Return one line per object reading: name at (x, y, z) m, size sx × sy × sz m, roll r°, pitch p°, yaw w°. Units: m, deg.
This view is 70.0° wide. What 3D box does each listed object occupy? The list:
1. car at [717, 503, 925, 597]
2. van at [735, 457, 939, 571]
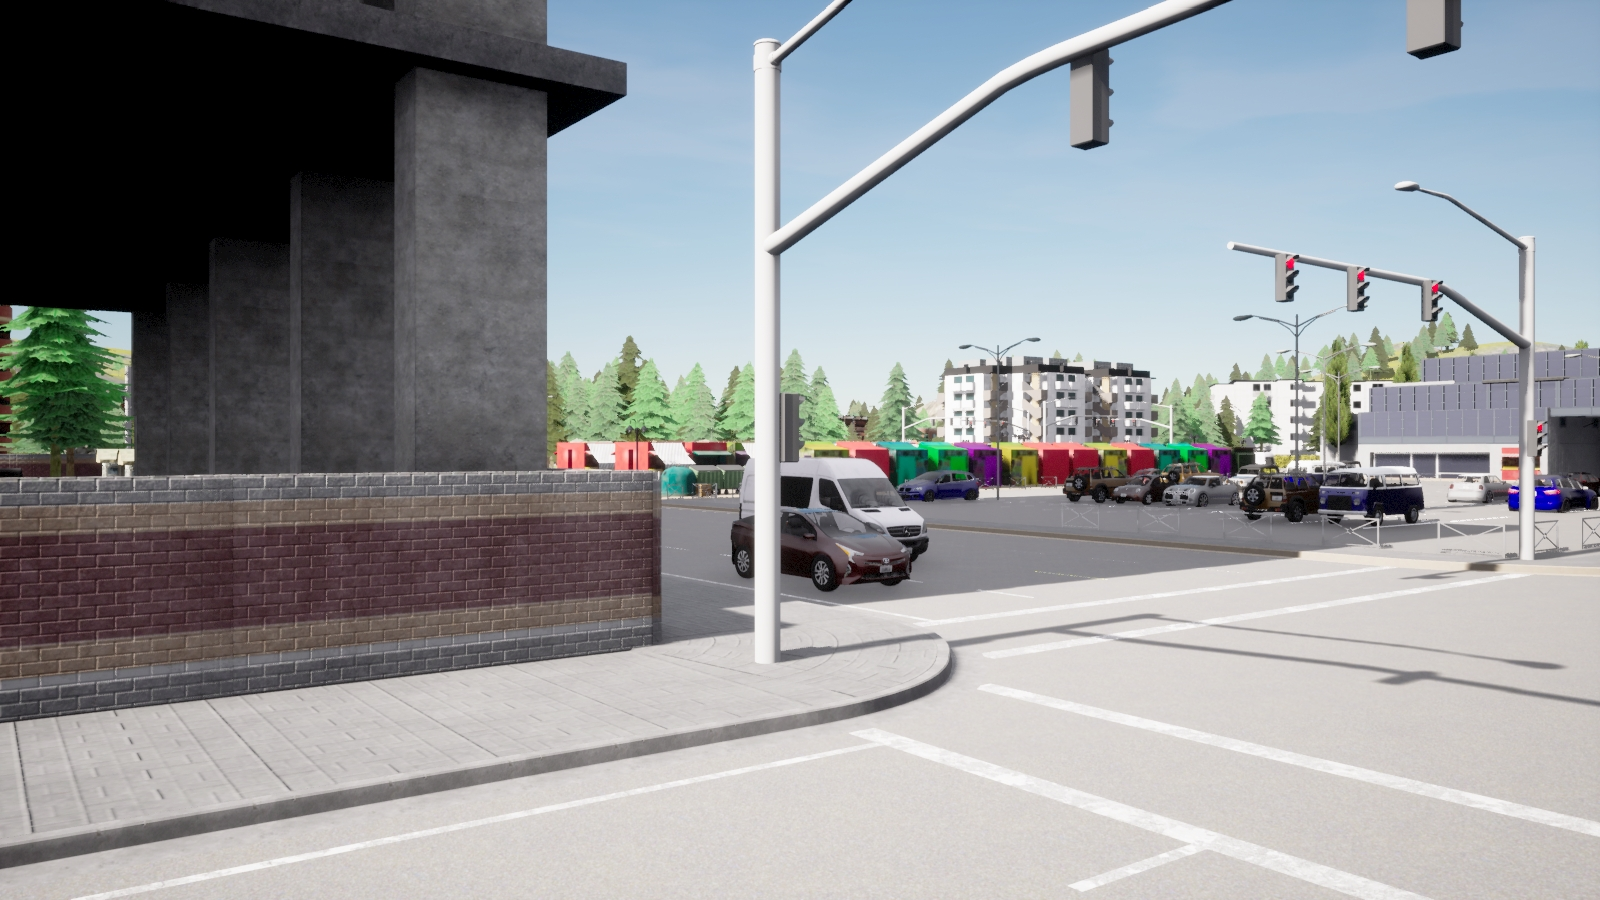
car at (0.324, 1.984, 23.786) m, size 2.007 × 1.525 × 4.514 m, roll 0°, pitch 0°, yaw -36°
van at (0.780, 1.479, 29.066) m, size 1.988 × 2.561 × 5.915 m, roll 0°, pitch 0°, yaw -36°
